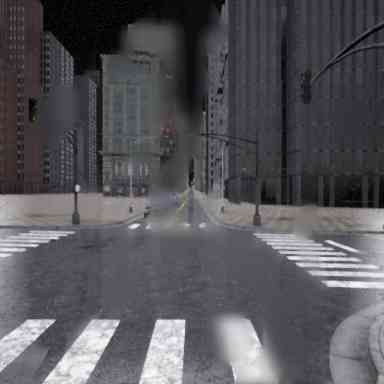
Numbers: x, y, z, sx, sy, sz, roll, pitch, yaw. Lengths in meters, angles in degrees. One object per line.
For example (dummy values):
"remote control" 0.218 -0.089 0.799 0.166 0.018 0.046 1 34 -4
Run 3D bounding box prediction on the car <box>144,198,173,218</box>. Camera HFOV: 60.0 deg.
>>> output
"car" -3.107 1.531 29.850 2.033 1.411 5.357 0 0 0

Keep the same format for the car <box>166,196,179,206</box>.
"car" -3.090 1.448 53.702 1.882 1.535 5.008 0 0 0

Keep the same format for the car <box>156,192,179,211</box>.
"car" -3.107 1.199 40.297 2.150 2.045 5.566 0 0 0
